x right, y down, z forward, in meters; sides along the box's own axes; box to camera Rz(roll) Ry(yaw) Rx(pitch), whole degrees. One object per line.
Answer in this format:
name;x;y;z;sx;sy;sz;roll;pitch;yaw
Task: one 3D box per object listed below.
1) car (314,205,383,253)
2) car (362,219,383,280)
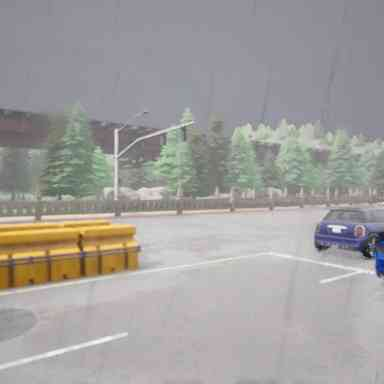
car;6.801;1.370;12.894;4.553;1.767;2.097;0;0;-35
car;6.624;1.493;8.469;5.008;1.535;1.882;0;0;-35
